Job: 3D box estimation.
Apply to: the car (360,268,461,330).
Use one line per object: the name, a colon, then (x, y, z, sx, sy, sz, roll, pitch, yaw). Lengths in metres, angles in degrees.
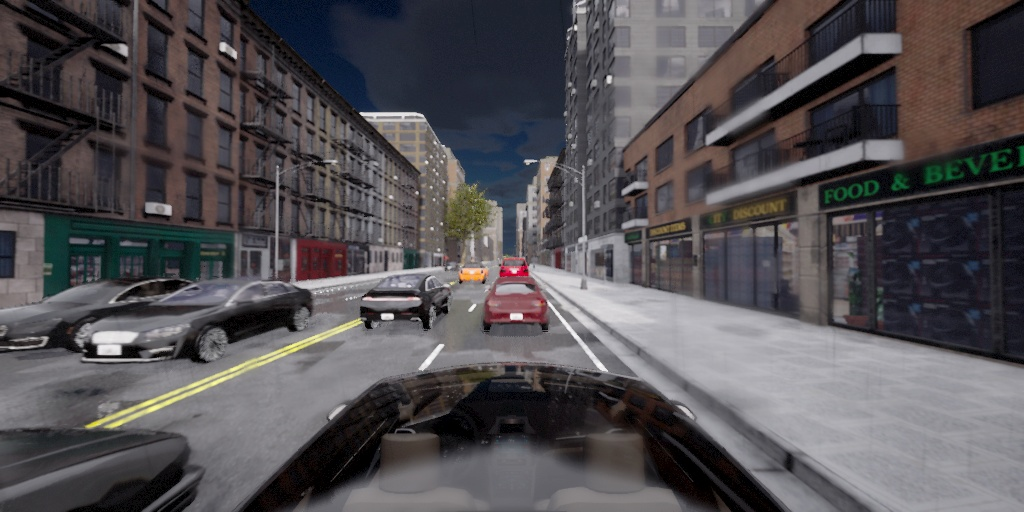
car: (-3.132, 1.320, 11.437, 2.128, 1.511, 4.902, 0, 0, 0)

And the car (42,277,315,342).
car: (-6.590, 1.293, 8.326, 2.128, 1.511, 4.902, 0, 0, 0)

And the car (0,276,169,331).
car: (-9.839, 1.313, 9.102, 1.837, 1.490, 4.892, 0, 0, 0)

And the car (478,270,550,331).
car: (0.114, 1.351, 11.218, 1.812, 1.442, 4.674, 0, 0, 0)

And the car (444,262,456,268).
car: (-9.659, 1.732, 57.688, 2.128, 1.511, 4.902, 0, -1, 0)

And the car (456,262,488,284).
car: (-3.101, 1.333, 29.883, 2.097, 1.767, 4.553, 0, -1, 0)

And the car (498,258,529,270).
car: (0.147, 1.181, 27.090, 2.150, 2.045, 5.566, 0, 0, 0)
